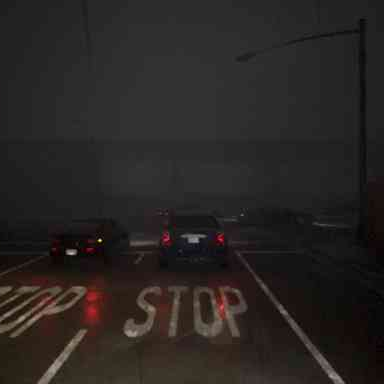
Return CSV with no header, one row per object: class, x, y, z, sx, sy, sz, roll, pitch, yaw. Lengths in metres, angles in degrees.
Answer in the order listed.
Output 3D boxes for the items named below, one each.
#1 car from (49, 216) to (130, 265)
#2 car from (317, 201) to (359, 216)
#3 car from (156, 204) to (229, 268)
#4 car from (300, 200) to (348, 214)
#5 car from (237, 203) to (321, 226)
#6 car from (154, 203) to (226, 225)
car,-3.454,1.580,11.822,1.812,1.442,4.674,0,-1,0
car,15.575,1.633,33.464,4.902,1.511,2.128,0,0,0
car,0.047,1.404,11.605,2.097,1.767,4.553,0,0,0
car,14.601,1.683,36.961,4.674,1.442,1.812,0,0,0
car,5.984,1.650,23.841,5.357,1.411,2.033,0,0,2
car,-0.119,1.662,26.183,5.357,1.411,2.033,0,-1,-31
